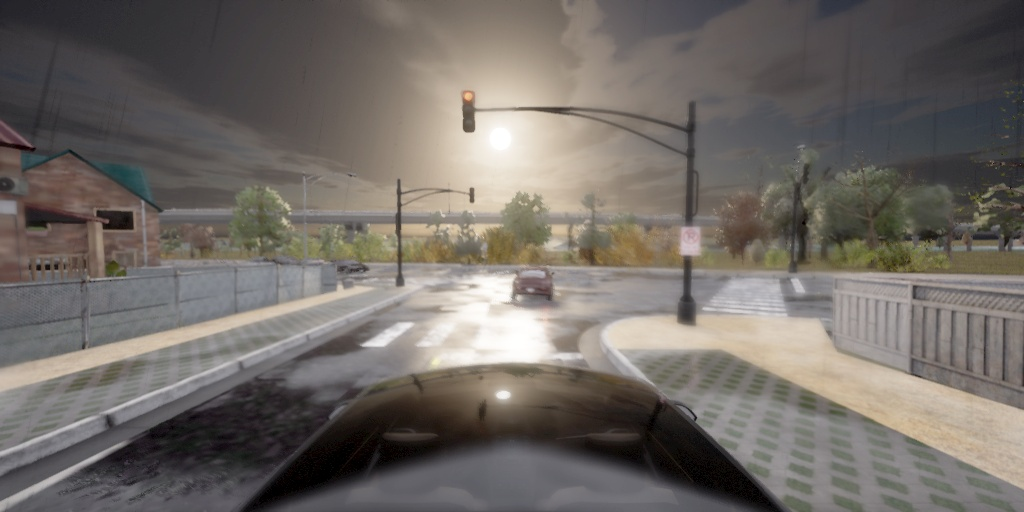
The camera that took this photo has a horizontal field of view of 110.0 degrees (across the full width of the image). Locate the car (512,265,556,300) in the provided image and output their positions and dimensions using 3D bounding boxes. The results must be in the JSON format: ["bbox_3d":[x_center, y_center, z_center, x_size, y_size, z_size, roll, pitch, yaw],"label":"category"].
[{"bbox_3d":[1.102,1.173,17.318,1.812,1.442,4.674,2,3,7],"label":"car"}]

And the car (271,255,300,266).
[{"bbox_3d":[-32.171,0.861,51.647,4.902,1.511,2.128,0,2,36],"label":"car"}]

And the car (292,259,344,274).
[{"bbox_3d":[-18.020,1.253,33.203,4.718,1.301,1.895,0,2,36],"label":"car"}]

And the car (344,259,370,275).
[{"bbox_3d":[-16.616,1.058,36.192,5.357,1.411,2.033,0,2,36],"label":"car"}]

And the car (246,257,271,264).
[{"bbox_3d":[-35.673,1.080,50.079,4.181,1.385,1.994,0,2,37],"label":"car"}]

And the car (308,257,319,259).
[{"bbox_3d":[-30.624,0.832,54.483,4.718,1.301,1.895,0,2,36],"label":"car"}]

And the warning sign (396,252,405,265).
[{"bbox_3d":[-14.328,0.215,46.217,1.060,1.860,1.300,0,0,36],"label":"warning sign"}]

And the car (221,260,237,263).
[{"bbox_3d":[-37.412,1.221,47.326,4.181,1.385,1.994,0,2,37],"label":"car"}]
